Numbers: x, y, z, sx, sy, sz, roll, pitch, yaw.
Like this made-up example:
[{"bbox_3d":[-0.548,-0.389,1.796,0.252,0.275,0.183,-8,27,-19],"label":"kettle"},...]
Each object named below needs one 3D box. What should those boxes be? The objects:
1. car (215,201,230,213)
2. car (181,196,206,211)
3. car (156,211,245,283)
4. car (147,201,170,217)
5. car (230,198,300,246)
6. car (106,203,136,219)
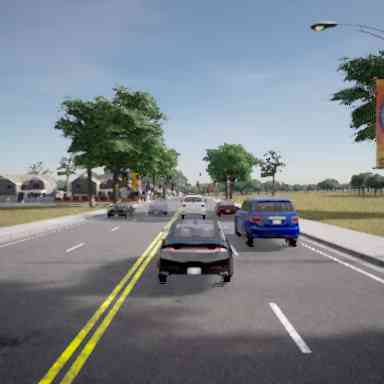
[{"bbox_3d":[3.374,1.611,33.441,1.882,1.535,5.008,0,0,0],"label":"car"},{"bbox_3d":[0.121,1.347,31.068,2.150,2.045,5.566,0,0,0],"label":"car"},{"bbox_3d":[0.095,1.532,9.758,2.128,1.511,4.902,0,0,1],"label":"car"},{"bbox_3d":[-3.321,1.660,33.463,1.812,1.442,4.674,0,0,0],"label":"car"},{"bbox_3d":[3.358,1.286,15.804,2.150,2.045,5.566,0,0,0],"label":"car"},{"bbox_3d":[-6.575,1.726,31.071,1.895,1.301,4.718,0,0,0],"label":"car"}]
